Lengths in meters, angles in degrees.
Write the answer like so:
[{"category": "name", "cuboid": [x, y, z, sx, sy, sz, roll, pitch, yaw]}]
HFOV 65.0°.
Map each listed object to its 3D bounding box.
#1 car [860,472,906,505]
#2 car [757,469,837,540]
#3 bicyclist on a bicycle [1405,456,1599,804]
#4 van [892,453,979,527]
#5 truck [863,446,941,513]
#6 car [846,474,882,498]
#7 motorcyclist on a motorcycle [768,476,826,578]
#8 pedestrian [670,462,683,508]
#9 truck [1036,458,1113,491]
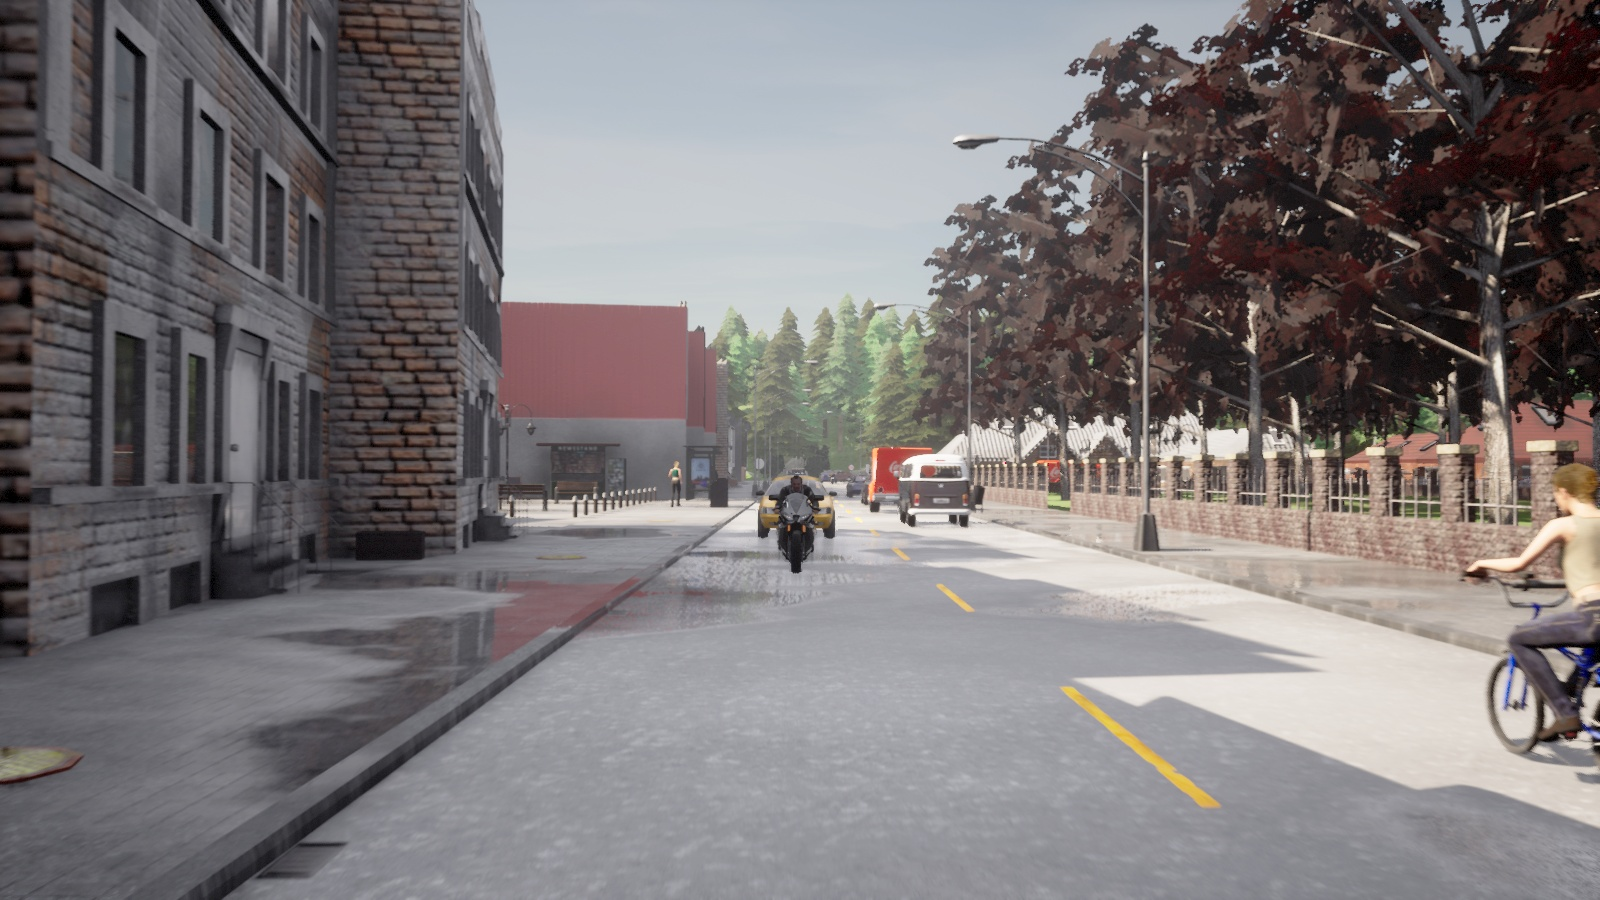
[{"category": "car", "cuboid": [3.887, 1.798, 59.402, 1.837, 1.490, 4.892, 0, -1, 0]}, {"category": "car", "cuboid": [-0.075, 1.270, 30.809, 1.801, 1.575, 5.366, 0, -1, 0]}, {"category": "bicyclist on a bicycle", "cuboid": [3.980, 0.846, 6.586, 0.866, 1.612, 1.509, 0, -1, 0]}, {"category": "van", "cuboid": [3.911, 1.141, 36.951, 2.069, 2.038, 4.480, 0, -1, 0]}, {"category": "truck", "cuboid": [3.895, 1.131, 48.953, 2.627, 2.467, 5.204, 0, -1, 0]}, {"category": "car", "cuboid": [3.852, 2.131, 75.713, 1.994, 1.385, 4.181, 0, -1, 1]}, {"category": "motorcyclist on a motorcycle", "cuboid": [-0.049, 1.185, 20.009, 0.866, 1.530, 2.191, 0, -1, 0]}, {"category": "pedestrian", "cuboid": [-4.938, 1.384, 50.173, 0.345, 1.836, 0.594, 0, -1, 9]}, {"category": "truck", "cuboid": [20.941, 1.851, 95.979, 5.204, 2.467, 2.627, 0, -1, -2]}]
